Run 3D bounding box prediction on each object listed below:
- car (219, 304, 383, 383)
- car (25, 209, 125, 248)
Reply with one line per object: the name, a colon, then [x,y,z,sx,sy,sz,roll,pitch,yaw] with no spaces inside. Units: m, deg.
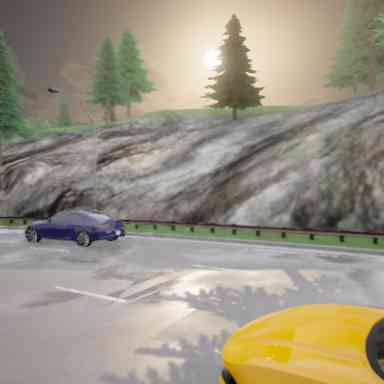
car: [2.502,1.449,2.052,5.008,1.535,1.882,-1,0,36]
car: [-5.090,1.491,14.473,4.674,1.442,1.812,0,0,25]
